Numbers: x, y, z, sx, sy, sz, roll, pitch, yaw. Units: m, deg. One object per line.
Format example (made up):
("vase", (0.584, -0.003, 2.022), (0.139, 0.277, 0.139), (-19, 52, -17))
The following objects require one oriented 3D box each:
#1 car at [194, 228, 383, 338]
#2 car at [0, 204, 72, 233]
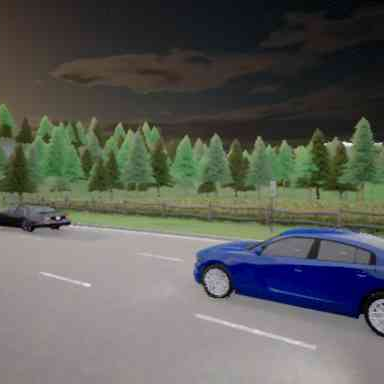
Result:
("car", (2.349, 1.456, 6.611), (5.008, 1.535, 1.882), (1, 0, 35))
("car", (-8.964, 1.337, 18.048), (5.357, 1.411, 2.033), (1, 0, 29))
